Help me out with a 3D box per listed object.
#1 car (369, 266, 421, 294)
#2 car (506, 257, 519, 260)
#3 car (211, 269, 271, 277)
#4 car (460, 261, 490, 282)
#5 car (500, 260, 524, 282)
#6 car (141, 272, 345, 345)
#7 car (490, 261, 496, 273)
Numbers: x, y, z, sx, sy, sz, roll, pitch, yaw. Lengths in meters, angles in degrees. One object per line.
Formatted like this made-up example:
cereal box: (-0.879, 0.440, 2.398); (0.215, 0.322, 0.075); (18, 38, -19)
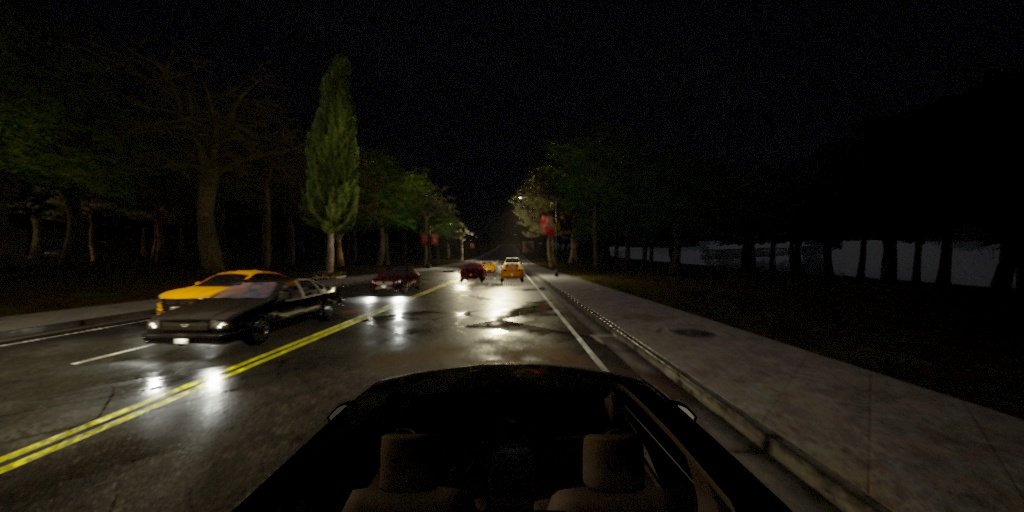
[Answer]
car: (-6.559, 1.321, 20.721); (1.812, 1.442, 4.674); (0, 0, 1)
car: (0.063, 1.176, 45.557); (2.150, 2.045, 5.566); (0, 0, 0)
car: (-9.749, 1.258, 12.887); (1.882, 1.535, 5.008); (0, 0, 0)
car: (-3.232, 1.333, 30.684); (1.882, 1.535, 5.008); (0, 0, 0)
car: (0.013, 1.330, 30.282); (1.882, 1.535, 5.008); (0, 0, 0)
car: (-6.561, 1.306, 9.775); (2.033, 1.411, 5.357); (0, 0, 0)
car: (-3.172, 1.442, 47.940); (1.882, 1.535, 5.008); (0, 0, 0)
